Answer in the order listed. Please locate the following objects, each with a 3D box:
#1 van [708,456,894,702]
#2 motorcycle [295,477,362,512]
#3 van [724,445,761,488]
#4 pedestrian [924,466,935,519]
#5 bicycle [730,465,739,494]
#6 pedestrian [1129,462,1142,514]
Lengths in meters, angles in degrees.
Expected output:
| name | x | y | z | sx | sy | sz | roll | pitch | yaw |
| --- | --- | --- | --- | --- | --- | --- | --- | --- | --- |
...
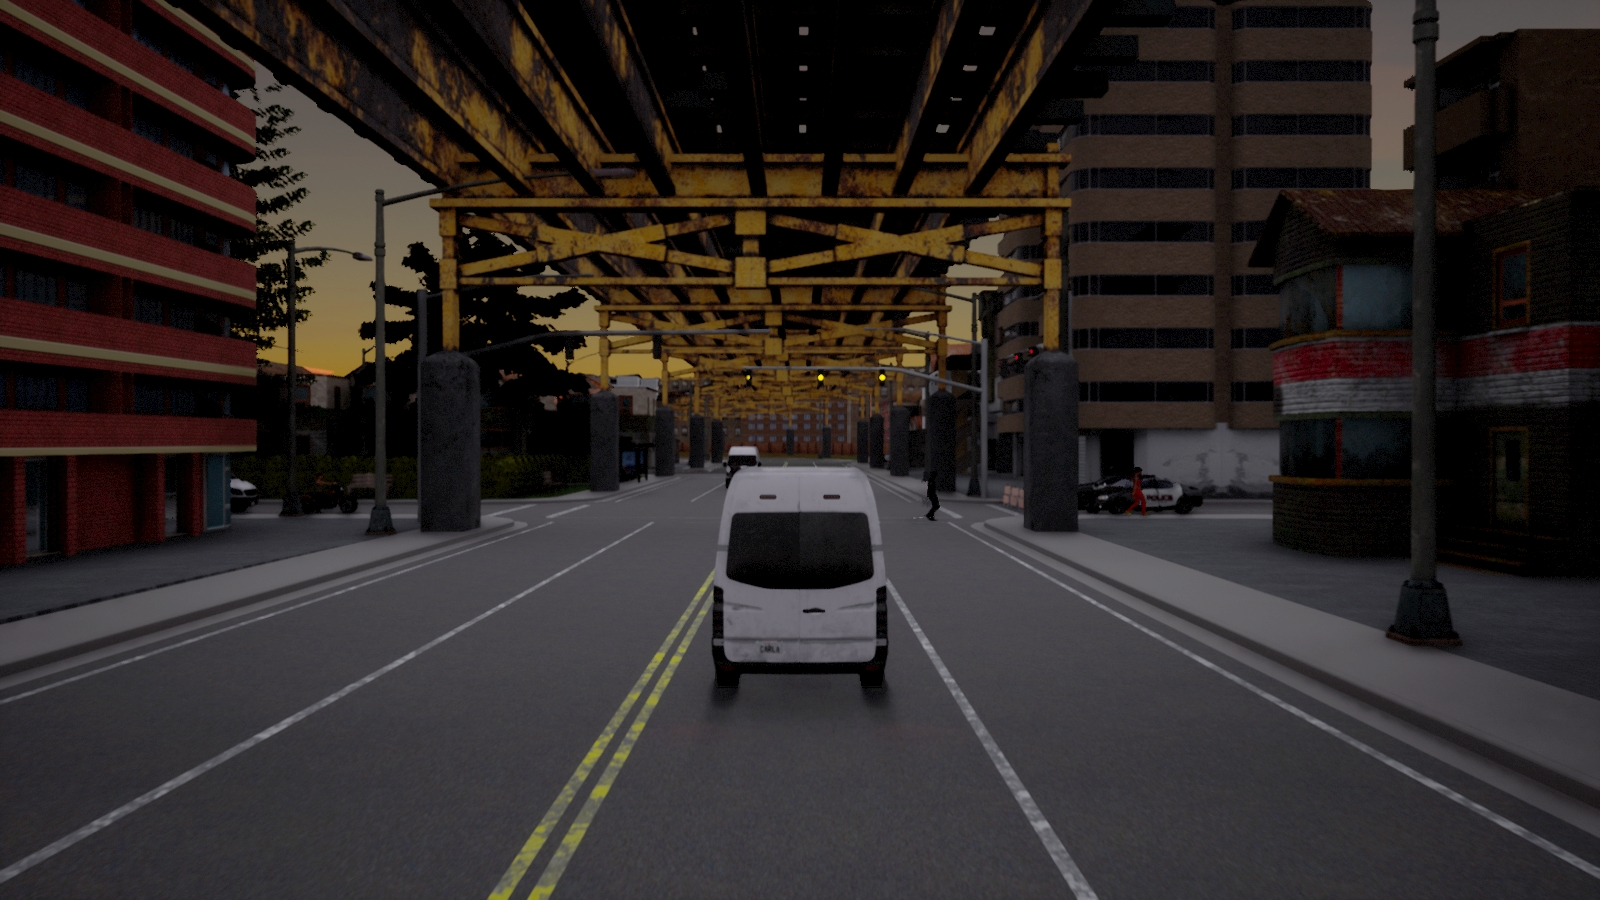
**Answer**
| name | x | y | z | sx | sy | sz | roll | pitch | yaw |
| --- | --- | --- | --- | --- | --- | --- | --- | --- | --- |
| van | 0.010 | 1.397 | 15.173 | 1.988 | 2.561 | 5.915 | 0 | 0 | 0 |
| motorcycle | -18.812 | 1.775 | 45.583 | 2.356 | 1.332 | 0.764 | 0 | 0 | 0 |
| van | -3.490 | 0.971 | 70.750 | 1.988 | 2.561 | 5.915 | 0 | 0 | 0 |
| pedestrian | 4.596 | 1.520 | 40.672 | 0.375 | 1.860 | 0.375 | 0 | 0 | 9 |
| bicycle | -3.490 | 1.561 | 60.961 | 0.329 | 1.496 | 1.835 | 0 | 0 | 1 |
| pedestrian | 12.035 | 1.368 | 40.981 | 0.375 | 1.860 | 0.375 | 0 | 0 | -2 |
